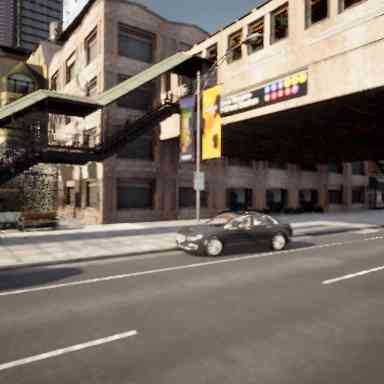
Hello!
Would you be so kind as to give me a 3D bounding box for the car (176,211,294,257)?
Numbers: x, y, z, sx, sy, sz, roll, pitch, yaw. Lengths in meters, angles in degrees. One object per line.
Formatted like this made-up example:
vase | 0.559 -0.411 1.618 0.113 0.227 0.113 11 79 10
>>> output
car | 1.744 1.537 13.110 4.892 1.521 2.231 0 0 -26
